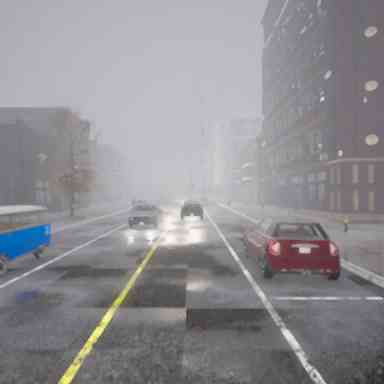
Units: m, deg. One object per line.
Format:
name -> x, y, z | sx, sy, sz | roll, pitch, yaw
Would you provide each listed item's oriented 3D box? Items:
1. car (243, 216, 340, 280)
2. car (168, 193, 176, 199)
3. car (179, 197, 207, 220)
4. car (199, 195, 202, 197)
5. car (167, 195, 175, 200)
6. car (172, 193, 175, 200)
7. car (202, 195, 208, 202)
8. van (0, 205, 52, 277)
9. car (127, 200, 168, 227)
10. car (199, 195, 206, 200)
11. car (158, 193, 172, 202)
car -> 2.706, 1.420, 9.908 | 1.967, 1.590, 4.097 | 1, 0, 0
car -> -5.668, 1.137, 95.147 | 2.192, 1.841, 5.009 | 1, 0, 0
car -> 0.014, 1.450, 27.622 | 1.837, 1.490, 4.892 | 0, 0, 0
car -> 0.075, 1.387, 45.824 | 1.882, 1.535, 5.008 | 0, 0, 0
car -> -5.673, 1.397, 89.461 | 1.947, 1.339, 4.313 | 1, 0, 0
car -> -5.674, 1.417, 78.088 | 1.947, 1.339, 4.313 | 1, 0, 0
car -> 2.706, 1.386, 72.631 | 1.752, 1.417, 4.829 | 1, 0, 0
van -> -5.672, 1.321, 9.847 | 1.690, 1.788, 3.998 | 1, 0, 0
car -> -3.000, 1.502, 22.509 | 2.033, 1.411, 5.357 | 0, 0, 0
car -> 2.707, 1.414, 89.521 | 1.802, 1.307, 4.206 | 1, 0, 0
car -> -5.672, 1.311, 66.713 | 1.967, 1.590, 4.097 | 1, 0, 0
